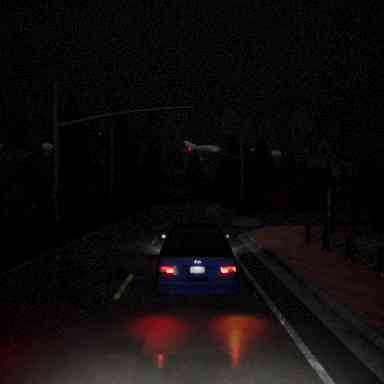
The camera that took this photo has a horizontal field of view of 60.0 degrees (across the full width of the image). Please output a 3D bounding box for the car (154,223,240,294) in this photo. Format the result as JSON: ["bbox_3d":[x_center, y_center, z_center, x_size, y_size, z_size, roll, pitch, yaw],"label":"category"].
[{"bbox_3d":[0.101,1.543,8.899,2.033,1.411,5.357,0,0,0],"label":"car"}]
